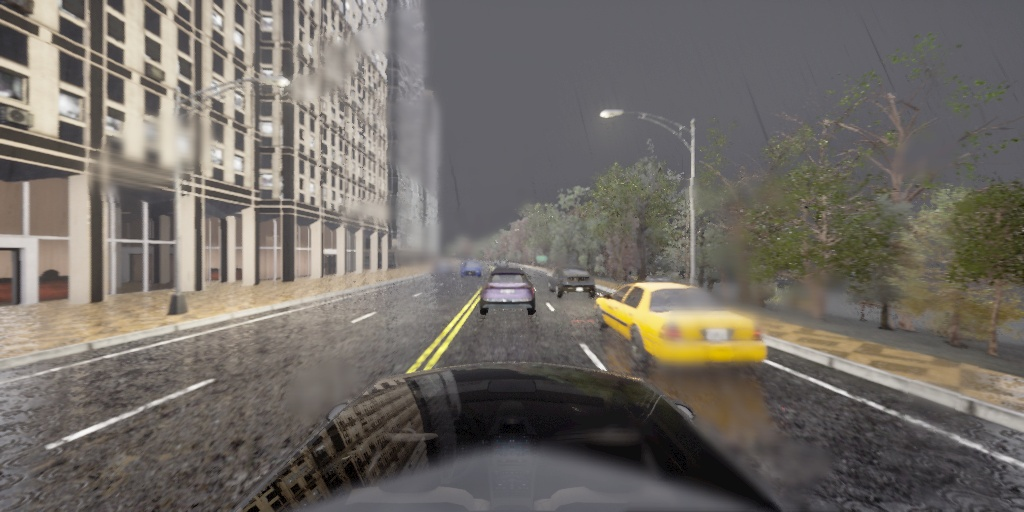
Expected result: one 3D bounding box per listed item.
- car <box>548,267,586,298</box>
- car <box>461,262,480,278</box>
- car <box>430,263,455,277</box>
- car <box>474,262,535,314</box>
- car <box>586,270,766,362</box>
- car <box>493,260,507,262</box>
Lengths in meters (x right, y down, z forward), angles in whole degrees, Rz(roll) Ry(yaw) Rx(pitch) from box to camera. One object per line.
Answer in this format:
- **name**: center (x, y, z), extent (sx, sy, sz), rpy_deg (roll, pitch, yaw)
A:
- **car**: center (3.089, 1.322, 19.073), extent (1.837, 1.490, 4.892), rpy_deg (0, 0, -1)
- **car**: center (-3.948, 1.365, 35.668), extent (1.882, 1.535, 5.008), rpy_deg (0, 0, -2)
- **car**: center (-7.271, 1.424, 38.094), extent (1.812, 1.442, 4.674), rpy_deg (0, 0, -2)
- **car**: center (-0.169, 1.233, 14.052), extent (2.033, 1.649, 4.856), rpy_deg (0, 0, -1)
- **car**: center (3.230, 1.231, 8.207), extent (1.801, 1.575, 5.366), rpy_deg (0, 0, 0)
- **car**: center (-1.573, 1.449, 57.333), extent (2.128, 1.511, 4.902), rpy_deg (0, 0, -3)
